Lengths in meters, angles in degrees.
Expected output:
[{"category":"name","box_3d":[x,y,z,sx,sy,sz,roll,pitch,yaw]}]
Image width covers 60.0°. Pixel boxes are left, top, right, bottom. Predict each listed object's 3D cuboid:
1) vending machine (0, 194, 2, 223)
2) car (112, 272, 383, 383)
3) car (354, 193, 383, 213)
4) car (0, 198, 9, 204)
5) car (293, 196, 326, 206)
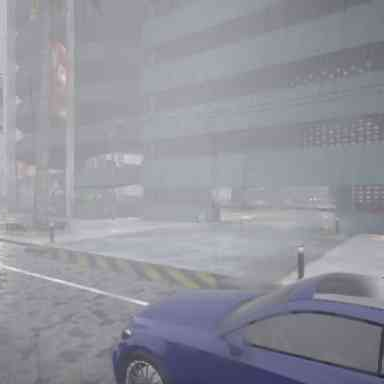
[{"category":"vending machine","box_3d":[-14.682,1.216,24.462,1.100,2.100,0.880,0,0,-40]},{"category":"car","box_3d":[1.321,1.526,3.048,4.674,1.442,1.812,0,0,35]},{"category":"car","box_3d":[12.627,1.030,21.045,5.566,2.045,2.435,0,0,36]},{"category":"car","box_3d":[-33.656,1.544,62.458,1.994,1.385,4.181,0,0,25]},{"category":"car","box_3d":[17.495,1.331,49.513,4.674,1.452,2.002,0,0,36]}]
